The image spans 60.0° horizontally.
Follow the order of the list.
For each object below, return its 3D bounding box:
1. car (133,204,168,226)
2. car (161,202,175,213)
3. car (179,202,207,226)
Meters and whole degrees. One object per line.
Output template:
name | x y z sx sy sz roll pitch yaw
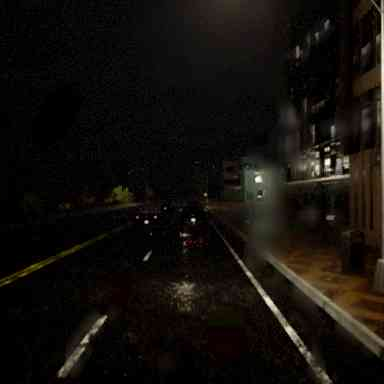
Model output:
car | -3.167 1.826 25.384 1.895 1.301 4.718 0 -1 0
car | -3.178 1.932 41.742 1.994 1.385 4.181 0 -1 0
car | 0.084 1.726 25.233 1.837 1.490 4.892 0 -1 0
